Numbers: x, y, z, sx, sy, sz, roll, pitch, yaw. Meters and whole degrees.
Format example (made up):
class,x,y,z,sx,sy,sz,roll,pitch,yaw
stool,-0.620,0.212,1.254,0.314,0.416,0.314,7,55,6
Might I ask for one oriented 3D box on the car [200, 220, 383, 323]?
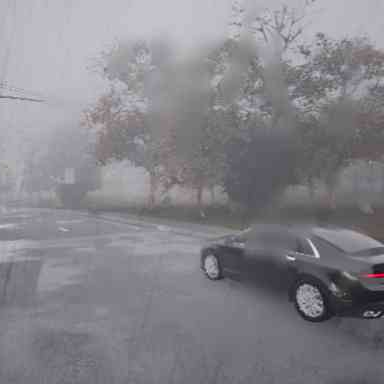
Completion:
class,x,y,z,sx,sy,sz,roll,pitch,yaw
car,1.982,1.372,7.086,1.837,1.490,4.892,-1,1,-31
